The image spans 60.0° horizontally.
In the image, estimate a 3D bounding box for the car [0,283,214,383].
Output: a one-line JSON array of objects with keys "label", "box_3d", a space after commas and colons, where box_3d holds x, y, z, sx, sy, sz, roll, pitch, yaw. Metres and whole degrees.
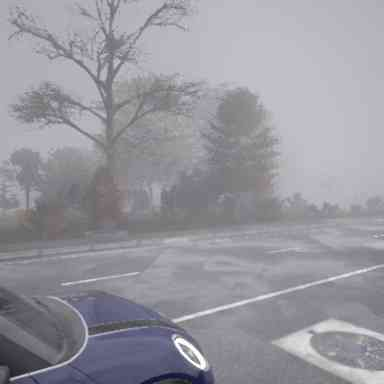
[{"label": "car", "box_3d": [-1.997, 1.354, 2.353, 4.553, 1.767, 2.097, 0, 0, -35]}]
